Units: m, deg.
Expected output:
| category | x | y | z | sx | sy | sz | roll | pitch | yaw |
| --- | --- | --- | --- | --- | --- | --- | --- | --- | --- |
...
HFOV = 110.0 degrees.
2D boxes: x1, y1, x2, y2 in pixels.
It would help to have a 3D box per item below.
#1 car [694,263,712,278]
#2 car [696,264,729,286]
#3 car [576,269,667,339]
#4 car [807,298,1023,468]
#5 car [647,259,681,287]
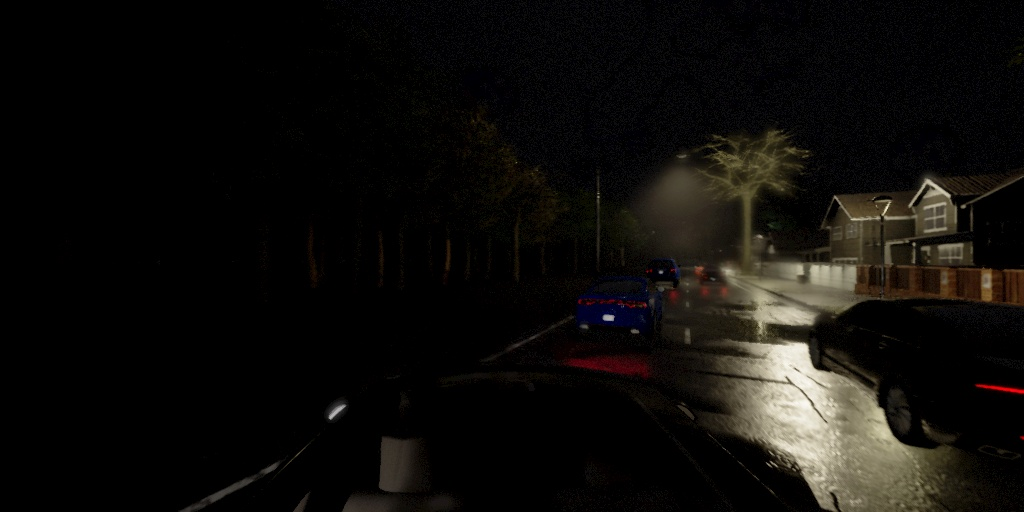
| category | x | y | z | sx | sy | sz | roll | pitch | yaw |
| --- | --- | --- | --- | --- | --- | --- | --- | --- | --- |
| car | 21.349 | 1.528 | 39.621 | 2.097 | 1.767 | 4.553 | 0 | -1 | 27 |
| car | 16.274 | 1.587 | 29.167 | 1.812 | 1.442 | 4.674 | 0 | 0 | 27 |
| car | 3.346 | 1.316 | 10.614 | 1.882 | 1.535 | 5.008 | 0 | -1 | 26 |
| car | 5.638 | 1.307 | 4.775 | 1.837 | 1.490 | 4.892 | 0 | -1 | 26 |
| car | 11.588 | 1.244 | 27.475 | 2.150 | 2.045 | 5.566 | 0 | -1 | 26 |
